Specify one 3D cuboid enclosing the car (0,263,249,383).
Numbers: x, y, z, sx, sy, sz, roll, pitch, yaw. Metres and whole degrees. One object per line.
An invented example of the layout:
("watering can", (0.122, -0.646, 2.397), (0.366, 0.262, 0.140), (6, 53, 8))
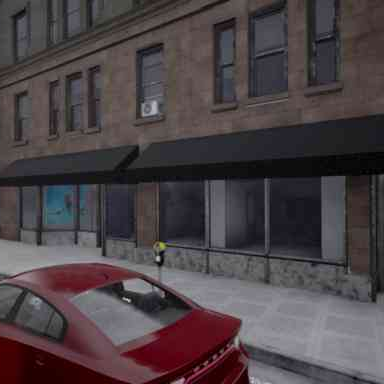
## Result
("car", (-1.554, 1.545, 3.958), (4.507, 1.381, 1.887), (0, 0, 35))
